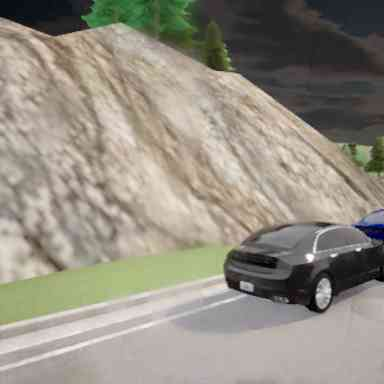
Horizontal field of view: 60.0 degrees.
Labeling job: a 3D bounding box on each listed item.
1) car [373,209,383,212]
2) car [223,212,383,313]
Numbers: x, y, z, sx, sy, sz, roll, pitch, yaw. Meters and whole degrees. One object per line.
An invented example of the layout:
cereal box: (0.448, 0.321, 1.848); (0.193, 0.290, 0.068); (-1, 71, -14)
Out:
car: (7.051, 1.267, 11.129); (5.008, 1.535, 1.882); (-1, 1, -42)
car: (2.844, 1.397, 7.494); (4.892, 1.490, 1.837); (-1, 1, -40)
